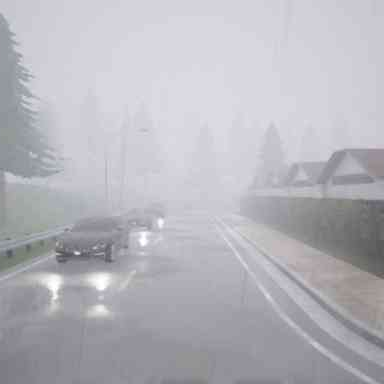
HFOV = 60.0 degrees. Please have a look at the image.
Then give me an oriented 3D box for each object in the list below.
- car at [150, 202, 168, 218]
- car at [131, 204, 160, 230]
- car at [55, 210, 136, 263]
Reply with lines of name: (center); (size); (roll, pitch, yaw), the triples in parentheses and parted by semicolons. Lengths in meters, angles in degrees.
car: (-3.510, 1.754, 33.082); (1.837, 1.490, 4.892); (0, 0, 2)
car: (-3.594, 1.773, 22.726); (1.994, 1.385, 4.181); (0, 0, 0)
car: (-3.599, 1.674, 12.813); (1.837, 1.490, 4.892); (0, 0, 0)
